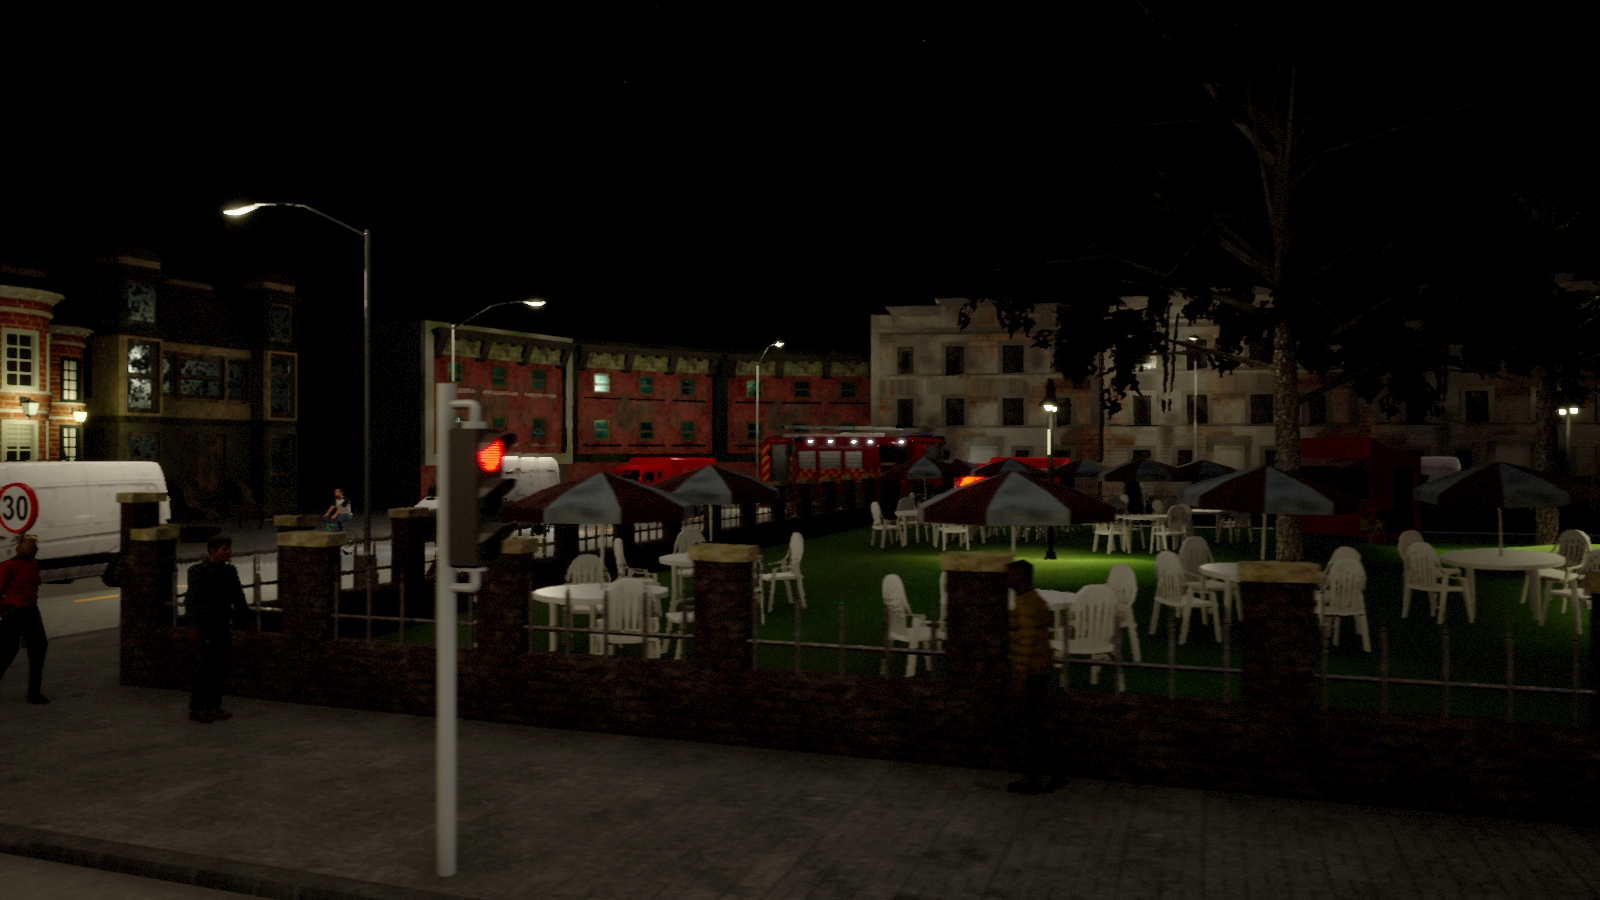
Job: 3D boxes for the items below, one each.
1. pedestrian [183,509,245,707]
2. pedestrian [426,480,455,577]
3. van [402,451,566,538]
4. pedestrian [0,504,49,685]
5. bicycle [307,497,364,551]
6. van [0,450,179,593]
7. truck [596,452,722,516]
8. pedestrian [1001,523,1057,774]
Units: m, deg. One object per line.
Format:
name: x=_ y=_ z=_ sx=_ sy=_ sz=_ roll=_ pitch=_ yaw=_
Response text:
pedestrian: x=-5.689 y=1.512 z=11.096 sx=0.375 sy=1.860 sz=0.375 roll=0 pitch=0 yaw=18
pedestrian: x=-6.972 y=1.510 z=22.143 sx=0.375 sy=1.860 sz=0.375 roll=0 pitch=0 yaw=28
van: x=-9.902 y=1.301 z=36.453 sx=1.988 sy=2.561 sz=5.915 roll=0 pitch=0 yaw=20
pedestrian: x=-8.261 y=1.508 z=12.088 sx=0.375 sy=1.860 sz=0.375 roll=0 pitch=0 yaw=21
bicycle: x=-12.178 y=1.923 z=30.004 sx=0.373 sy=1.296 sz=1.643 roll=0 pitch=1 yaw=20
van: x=-15.120 y=1.300 z=21.808 sx=1.988 sy=2.561 sz=5.915 roll=0 pitch=0 yaw=20
truck: x=-5.780 y=1.333 z=47.514 sx=2.627 sy=2.467 sz=5.204 roll=0 pitch=0 yaw=30
pedestrian: x=1.779 y=1.515 z=8.849 sx=0.375 sy=1.860 sz=0.375 roll=0 pitch=0 yaw=19
